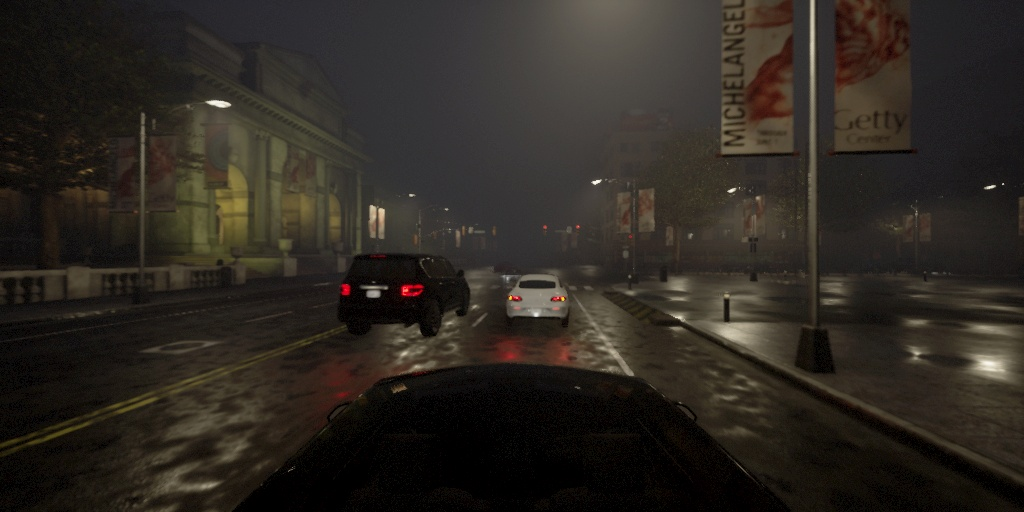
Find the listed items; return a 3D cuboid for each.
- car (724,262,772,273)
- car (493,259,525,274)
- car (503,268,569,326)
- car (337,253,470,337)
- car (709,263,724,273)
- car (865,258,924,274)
[{"bbox_3d":[29.317,1.456,44.139,4.674,1.442,1.812,0,0,6],"label":"car"},{"bbox_3d":[-0.728,1.392,41.483,1.812,1.442,4.674,-1,1,-26],"label":"car"},{"bbox_3d":[0.867,1.304,11.761,1.812,1.442,4.674,0,0,6],"label":"car"},{"bbox_3d":[-2.773,0.980,10.524,2.150,2.045,5.566,0,-1,6],"label":"car"},{"bbox_3d":[28.653,1.502,47.705,4.181,1.385,1.994,0,0,6],"label":"car"},{"bbox_3d":[45.314,1.235,42.561,4.181,1.385,1.994,0,0,5],"label":"car"}]
